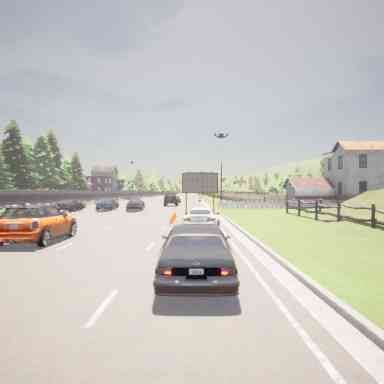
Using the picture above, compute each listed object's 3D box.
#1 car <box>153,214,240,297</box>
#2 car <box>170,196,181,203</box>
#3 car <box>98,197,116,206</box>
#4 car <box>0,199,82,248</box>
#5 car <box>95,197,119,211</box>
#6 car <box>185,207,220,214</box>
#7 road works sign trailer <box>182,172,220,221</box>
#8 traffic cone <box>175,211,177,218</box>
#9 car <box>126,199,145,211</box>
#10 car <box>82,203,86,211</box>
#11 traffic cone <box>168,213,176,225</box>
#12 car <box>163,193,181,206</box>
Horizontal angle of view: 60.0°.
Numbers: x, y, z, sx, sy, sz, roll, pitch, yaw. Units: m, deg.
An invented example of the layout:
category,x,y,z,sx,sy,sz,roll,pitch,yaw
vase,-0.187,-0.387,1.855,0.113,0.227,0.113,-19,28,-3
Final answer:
category,x,y,z,sx,sy,sz,roll,pitch,yaw
car,0.108,1.547,8.770,2.033,1.411,5.357,0,0,1
car,-3.315,1.564,68.522,1.994,1.385,4.181,0,0,0
car,-13.832,1.564,54.390,1.994,1.385,4.181,0,0,0
car,-6.881,1.353,15.005,2.097,1.767,4.553,0,0,0
car,-10.348,1.547,40.942,2.033,1.411,5.357,0,0,0
car,0.548,1.538,18.430,1.812,1.442,4.674,0,-1,6
road works sign trailer,0.514,0.464,22.044,2.380,3.560,2.880,0,0,-4
traffic cone,-1.456,1.955,25.127,0.340,0.580,0.340,0,0,0
car,-6.839,1.547,40.657,2.033,1.411,5.357,0,0,-2
car,-13.860,1.547,38.040,2.033,1.411,5.357,0,0,1
traffic cone,-1.459,1.955,23.127,0.340,0.580,0.340,0,0,0
car,-3.334,1.221,53.307,2.150,2.045,5.566,0,0,0
